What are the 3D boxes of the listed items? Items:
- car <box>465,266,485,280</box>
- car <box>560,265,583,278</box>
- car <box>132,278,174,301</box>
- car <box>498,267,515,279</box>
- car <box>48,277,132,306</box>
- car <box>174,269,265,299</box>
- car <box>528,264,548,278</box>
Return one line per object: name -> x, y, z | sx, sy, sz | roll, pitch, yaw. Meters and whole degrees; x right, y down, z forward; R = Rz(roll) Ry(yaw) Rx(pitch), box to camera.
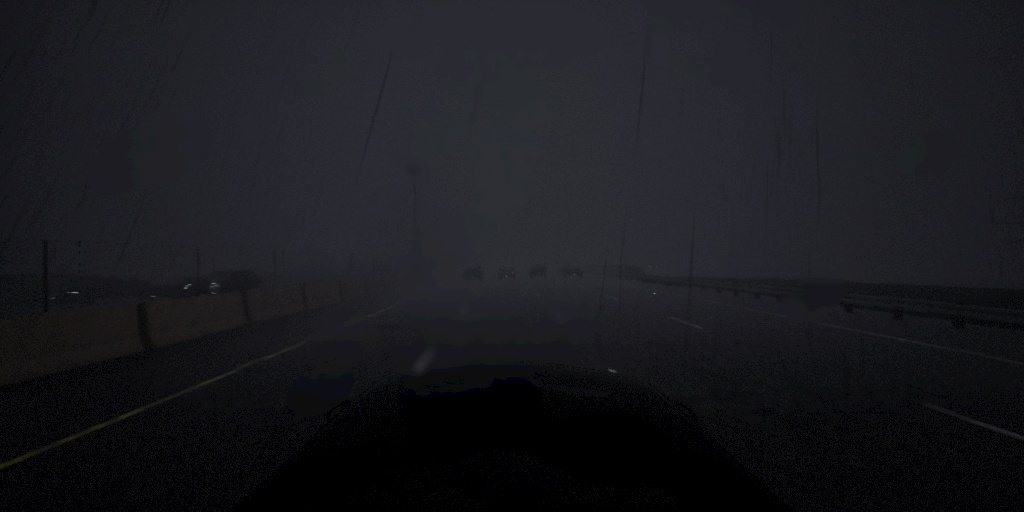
car -> -4.098, 1.806, 39.905 | 2.128, 1.511, 4.902 | -1, -1, -1
car -> 6.407, 1.667, 39.165 | 1.895, 1.301, 4.718 | -1, -1, -1
car -> -21.384, 2.106, 23.547 | 1.895, 1.301, 4.718 | -1, -1, -1
car -> -0.593, 1.830, 39.485 | 1.895, 1.301, 4.718 | -1, -1, -1
car -> -24.861, 2.056, 21.853 | 2.128, 1.511, 4.902 | -1, -1, -1
car -> -17.875, 1.763, 22.479 | 2.097, 1.767, 4.553 | -1, -1, -1
car -> 2.892, 1.642, 40.666 | 1.882, 1.535, 5.008 | -1, -1, -1
